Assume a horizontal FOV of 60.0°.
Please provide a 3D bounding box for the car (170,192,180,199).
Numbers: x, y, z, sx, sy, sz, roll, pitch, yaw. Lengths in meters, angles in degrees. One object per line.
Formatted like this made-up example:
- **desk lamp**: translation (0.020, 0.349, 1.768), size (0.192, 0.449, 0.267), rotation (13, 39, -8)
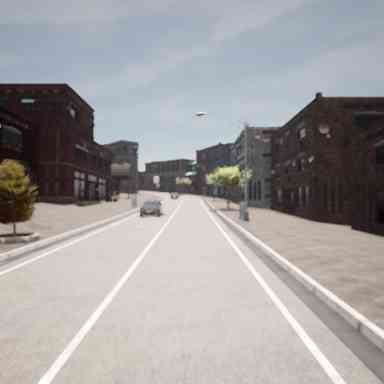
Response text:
- **car**: translation (-3.750, 0.793, 72.124), size (2.128, 1.511, 4.902), rotation (0, 1, -2)

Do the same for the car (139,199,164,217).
- **car**: translation (-3.625, 1.450, 30.376), size (1.837, 1.490, 4.892), rotation (0, 0, 0)
